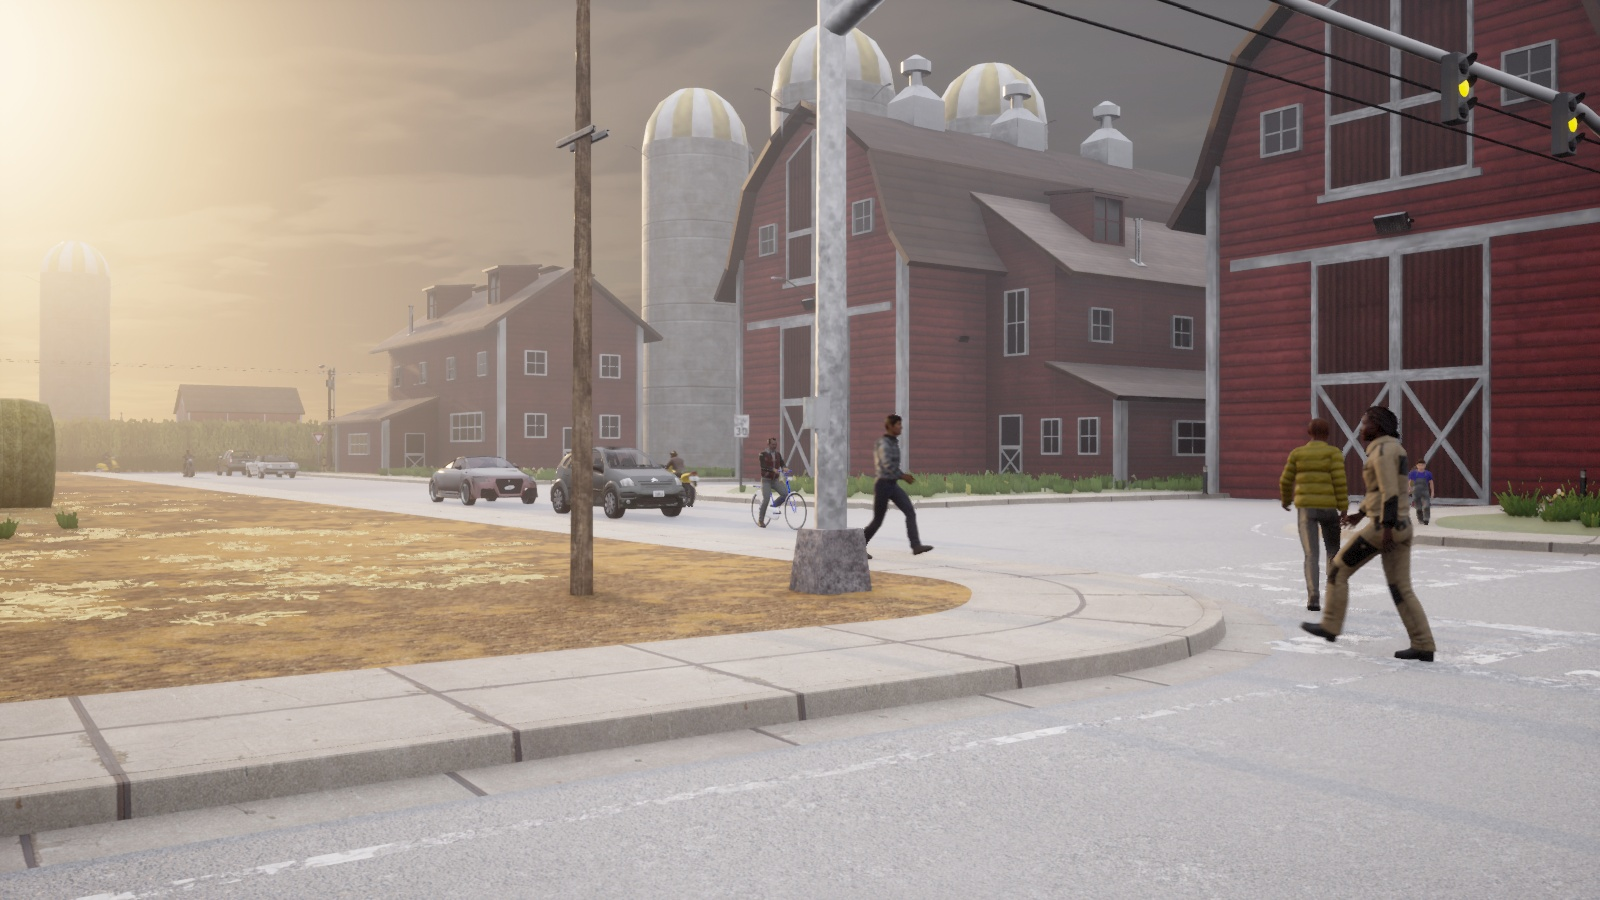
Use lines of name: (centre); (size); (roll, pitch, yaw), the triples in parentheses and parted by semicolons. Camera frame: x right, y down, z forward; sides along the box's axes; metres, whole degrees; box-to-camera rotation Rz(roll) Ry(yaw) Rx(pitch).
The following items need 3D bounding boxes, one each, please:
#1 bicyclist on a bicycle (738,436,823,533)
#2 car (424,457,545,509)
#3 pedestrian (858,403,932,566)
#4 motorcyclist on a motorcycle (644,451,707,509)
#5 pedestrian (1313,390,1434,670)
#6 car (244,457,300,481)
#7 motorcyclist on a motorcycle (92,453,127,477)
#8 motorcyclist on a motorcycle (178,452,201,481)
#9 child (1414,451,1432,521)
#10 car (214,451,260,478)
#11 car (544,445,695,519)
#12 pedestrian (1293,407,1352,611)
bicyclist on a bicycle: (-0.399, 0.641, 24.027); (0.659, 1.776, 1.843); (-1, 0, -36)
car: (-9.124, 0.890, 36.096); (1.994, 1.385, 4.181); (0, 0, -36)
pedestrian: (1.164, 0.415, 15.372); (0.788, 1.949, 0.423); (0, 0, 30)
motorcyclist on a motorcycle: (-3.406, 0.791, 34.156); (0.797, 1.523, 2.044); (0, 0, -36)
pedestrian: (4.120, 0.550, 9.037); (0.396, 1.930, 0.692); (0, 0, -45)
car: (-29.672, 1.054, 70.457); (1.895, 1.301, 4.718); (0, 0, -36)
motorcyclist on a motorcycle: (-45.617, 0.987, 82.939); (1.817, 1.590, 0.866); (0, 2, 9)
motorcyclist on a motorcycle: (-34.865, 0.918, 71.663); (0.766, 1.649, 2.350); (0, 0, -36)
child: (11.302, 0.649, 22.768); (0.270, 1.263, 0.437); (0, 0, 28)
car: (-34.760, 0.880, 77.491); (1.851, 1.617, 3.988); (0, 0, -36)
car: (-4.279, 0.697, 29.392); (1.851, 1.617, 3.988); (0, 0, -36)
pedestrian: (4.889, 0.532, 11.742); (0.370, 1.835, 0.726); (0, 0, 34)
